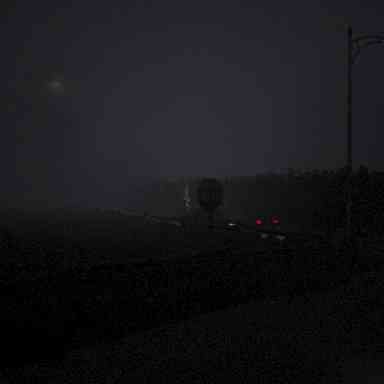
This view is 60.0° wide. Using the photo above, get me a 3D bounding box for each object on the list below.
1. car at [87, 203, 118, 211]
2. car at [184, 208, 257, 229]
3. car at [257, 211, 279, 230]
[{"bbox_3d":[-9.596,1.883,35.662,1.895,1.301,4.718,1,0,-35],"label":"car"},{"bbox_3d":[1.386,1.726,20.331,1.837,1.490,4.892,1,-1,-36],"label":"car"},{"bbox_3d":[3.489,1.848,21.889,1.895,1.301,4.718,1,-1,-26],"label":"car"}]
